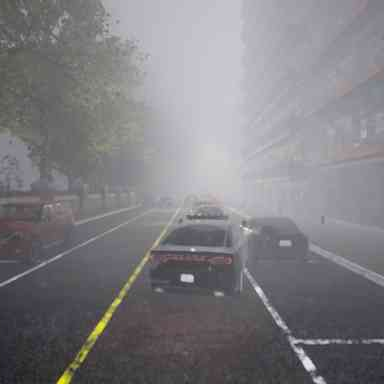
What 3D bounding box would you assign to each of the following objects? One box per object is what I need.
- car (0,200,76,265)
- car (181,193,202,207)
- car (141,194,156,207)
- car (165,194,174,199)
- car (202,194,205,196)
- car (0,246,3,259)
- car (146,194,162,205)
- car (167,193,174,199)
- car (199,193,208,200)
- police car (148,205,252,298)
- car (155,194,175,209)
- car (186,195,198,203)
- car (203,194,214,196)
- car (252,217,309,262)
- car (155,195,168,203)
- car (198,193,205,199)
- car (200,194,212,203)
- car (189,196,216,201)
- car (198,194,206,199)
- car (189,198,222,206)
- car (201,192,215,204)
[{"bbox_3d":[-5.701,1.247,11.611,2.192,1.841,5.009,0,0,0],"label":"car"},{"bbox_3d":[-0.016,1.105,45.766,2.097,1.767,4.553,0,0,0],"label":"car"},{"bbox_3d":[-5.735,1.195,45.392,1.967,1.590,4.097,0,0,0],"label":"car"},{"bbox_3d":[-5.773,1.126,84.803,2.008,1.369,4.403,0,0,0],"label":"car"},{"bbox_3d":[2.646,1.299,45.401,1.887,1.381,4.507,0,0,0],"label":"car"},{"bbox_3d":[-5.695,1.509,5.980,1.887,1.381,4.507,0,0,0],"label":"car"},{"bbox_3d":[-5.741,1.168,51.020,1.967,1.590,4.097,0,0,0],"label":"car"},{"bbox_3d":[-5.780,1.079,90.264,1.752,1.417,4.829,0,0,0],"label":"car"},{"bbox_3d":[2.612,1.039,79.181,1.967,1.590,4.097,0,0,0],"label":"car"},{"bbox_3d":[0.436,1.374,8.675,1.930,1.638,5.238,0,0,12],"label":"police car"},{"bbox_3d":[-3.090,1.283,40.875,1.837,1.490,4.892,0,0,0],"label":"car"},{"bbox_3d":[-0.057,1.254,58.967,1.994,1.385,4.181,0,0,0],"label":"car"},{"bbox_3d":[2.652,1.327,39.771,1.887,1.381,4.507,0,0,0],"label":"car"},{"bbox_3d":[2.679,1.498,11.621,1.947,1.339,4.313,0,0,0],"label":"car"},{"bbox_3d":[-5.751,1.225,62.282,2.008,1.369,4.403,0,0,0],"label":"car"},{"bbox_3d":[2.600,1.078,90.613,1.752,1.417,4.829,0,0,0],"label":"car"},{"bbox_3d":[2.629,1.114,62.291,1.967,1.590,4.097,0,0,0],"label":"car"},{"bbox_3d":[0.877,1.339,24.378,1.882,1.535,5.008,0,0,0],"label":"car"},{"bbox_3d":[2.607,1.141,84.812,1.947,1.339,4.313,0,0,0],"label":"car"},{"bbox_3d":[0.883,1.349,18.568,1.801,1.575,5.366,0,0,0],"label":"car"},{"bbox_3d":[2.634,1.016,56.659,2.192,1.841,5.009,0,0,0],"label":"car"}]
